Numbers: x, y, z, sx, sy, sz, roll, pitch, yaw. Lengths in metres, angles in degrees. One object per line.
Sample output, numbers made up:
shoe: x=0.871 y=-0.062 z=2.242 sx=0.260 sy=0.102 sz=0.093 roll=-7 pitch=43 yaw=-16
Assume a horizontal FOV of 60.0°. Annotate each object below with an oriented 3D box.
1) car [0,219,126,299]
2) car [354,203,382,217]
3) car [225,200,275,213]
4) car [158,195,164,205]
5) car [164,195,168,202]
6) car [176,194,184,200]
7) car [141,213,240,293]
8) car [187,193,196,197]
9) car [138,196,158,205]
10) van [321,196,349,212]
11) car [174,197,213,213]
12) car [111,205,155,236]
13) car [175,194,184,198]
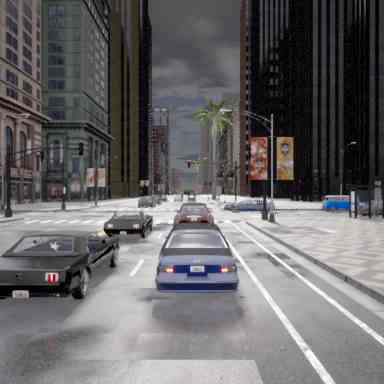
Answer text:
car: x=-3.154 y=1.600 z=8.362 sx=1.895 sy=1.301 sz=4.718 roll=0 pitch=0 yaw=0
car: x=17.053 y=1.548 z=29.648 sx=4.403 sy=1.369 sz=2.008 roll=0 pitch=0 yaw=0
car: x=6.253 y=1.534 z=36.220 sx=5.357 sy=1.411 sz=2.033 roll=0 pitch=0 yaw=11
car: x=-6.605 y=1.502 z=60.288 sx=1.837 sy=1.490 sz=4.892 roll=0 pitch=1 yaw=0
car: x=-6.546 y=1.480 z=74.693 sx=1.882 sy=1.535 sz=5.008 roll=0 pitch=0 yaw=0
car: x=-3.306 y=1.313 z=90.433 sx=1.882 sy=1.535 sz=5.008 roll=0 pitch=0 yaw=0
car: x=0.097 y=1.547 z=8.991 sx=2.033 sy=1.411 sz=5.357 roll=0 pitch=0 yaw=0
car: x=-0.050 y=1.535 z=80.432 sx=2.033 sy=1.411 sz=5.357 roll=0 pitch=0 yaw=0
car: x=-6.621 y=1.352 z=48.840 sx=2.097 sy=1.767 sz=4.553 roll=0 pitch=0 yaw=0
van: x=17.043 y=1.314 z=38.172 sx=3.998 sy=1.788 sz=1.690 roll=0 pitch=0 yaw=0
car: x=0.109 y=1.351 z=18.435 sx=2.097 sy=1.767 sz=4.553 roll=0 pitch=0 yaw=0
car: x=-3.165 y=1.600 z=17.530 sx=1.895 sy=1.301 sz=4.718 roll=0 pitch=0 yaw=0
car: x=-3.300 y=1.519 z=80.429 sx=1.812 sy=1.442 sz=4.674 roll=0 pitch=0 yaw=0
